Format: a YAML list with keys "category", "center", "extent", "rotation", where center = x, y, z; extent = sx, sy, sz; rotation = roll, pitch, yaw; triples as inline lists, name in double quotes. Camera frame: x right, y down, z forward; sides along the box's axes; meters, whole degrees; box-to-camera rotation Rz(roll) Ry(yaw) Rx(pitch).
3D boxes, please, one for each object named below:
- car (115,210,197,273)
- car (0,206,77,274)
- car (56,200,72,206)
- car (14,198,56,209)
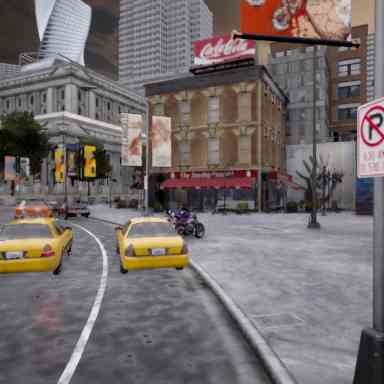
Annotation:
- category: "car"
  center: [-1.478, 1.456, 10.764]
  extent: [1.801, 1.575, 5.366]
  rotation: [0, 0, -15]
- category: "car"
  center: [-4.799, 1.452, 10.266]
  extent: [1.801, 1.575, 5.366]
  rotation: [0, 0, -15]
- category: "car"
  center: [-14.167, 1.507, 33.065]
  extent: [2.002, 1.452, 4.674]
  rotation: [0, 0, -44]
- category: "car"
  center: [-12.576, 1.342, 26.135]
  extent: [2.097, 1.767, 4.553]
  rotation: [0, 0, -35]
